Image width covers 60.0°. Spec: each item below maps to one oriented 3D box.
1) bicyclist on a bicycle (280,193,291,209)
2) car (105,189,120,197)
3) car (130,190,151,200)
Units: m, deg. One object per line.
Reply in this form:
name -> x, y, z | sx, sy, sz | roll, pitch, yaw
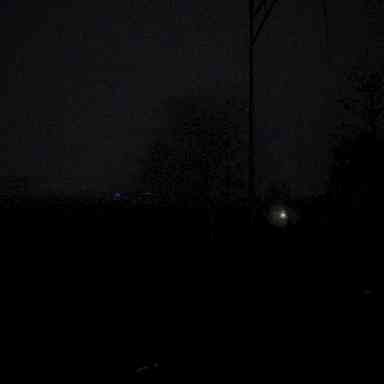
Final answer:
bicyclist on a bicycle -> 9.606, 0.950, 34.184 | 1.656, 1.620, 0.582 | 0, 1, -35
car -> -15.057, 0.212, 63.571 | 1.812, 1.442, 4.674 | -1, 2, -35
car -> -8.390, 0.426, 54.214 | 2.128, 1.511, 4.902 | -1, 2, -35
